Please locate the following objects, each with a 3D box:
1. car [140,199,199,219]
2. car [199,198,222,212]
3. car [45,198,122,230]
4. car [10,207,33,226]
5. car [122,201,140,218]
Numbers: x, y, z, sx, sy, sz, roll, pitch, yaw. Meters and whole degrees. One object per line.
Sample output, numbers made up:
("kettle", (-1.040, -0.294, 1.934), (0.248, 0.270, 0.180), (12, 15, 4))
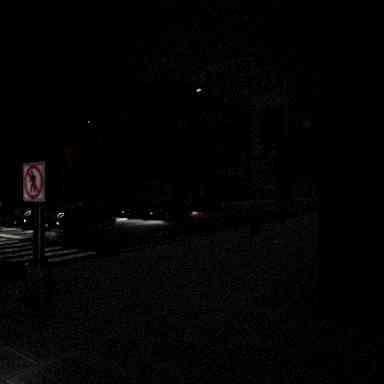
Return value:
("car", (-1.793, 1.413, 27.904), (1.837, 1.490, 4.892), (0, 0, 35))
("car", (1.383, 1.419, 38.017), (2.033, 1.411, 5.357), (0, 0, 36))
("car", (-6.929, 1.298, 20.648), (2.097, 1.767, 4.553), (0, 0, 35))
("car", (-9.653, 1.304, 22.428), (2.097, 1.767, 4.553), (0, 0, 35))
("car", (-4.663, 1.480, 29.487), (1.994, 1.385, 4.181), (0, 0, 35))
